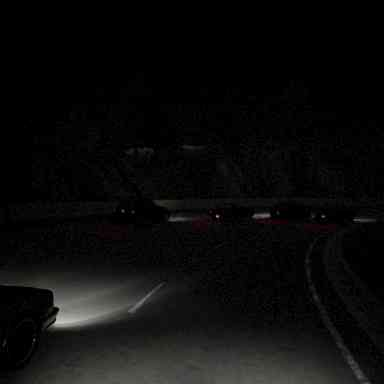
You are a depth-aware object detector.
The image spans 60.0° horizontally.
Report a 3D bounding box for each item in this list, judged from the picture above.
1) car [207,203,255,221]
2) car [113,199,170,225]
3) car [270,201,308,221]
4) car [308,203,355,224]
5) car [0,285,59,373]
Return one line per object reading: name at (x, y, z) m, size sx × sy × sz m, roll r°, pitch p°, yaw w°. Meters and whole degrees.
car at (3.321, 1.573, 27.288) m, size 1.895 × 1.301 × 4.718 m, roll 0°, pitch 0°, yaw 38°
car at (-3.500, 1.282, 23.732) m, size 2.097 × 1.767 × 4.553 m, roll 1°, pitch 0°, yaw 29°
car at (8.351, 1.484, 27.755) m, size 1.882 × 1.535 × 5.008 m, roll 0°, pitch 0°, yaw 42°
car at (10.849, 1.555, 25.326) m, size 1.812 × 1.442 × 4.674 m, roll 0°, pitch 0°, yaw 42°
car at (-3.167, 1.520, 2.636) m, size 2.033 × 1.411 × 5.357 m, roll 0°, pitch 0°, yaw 6°
